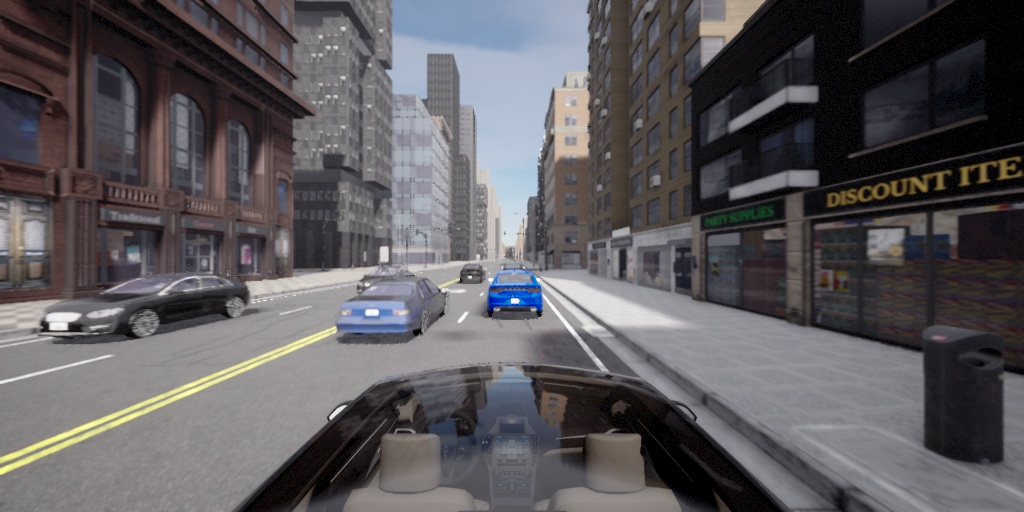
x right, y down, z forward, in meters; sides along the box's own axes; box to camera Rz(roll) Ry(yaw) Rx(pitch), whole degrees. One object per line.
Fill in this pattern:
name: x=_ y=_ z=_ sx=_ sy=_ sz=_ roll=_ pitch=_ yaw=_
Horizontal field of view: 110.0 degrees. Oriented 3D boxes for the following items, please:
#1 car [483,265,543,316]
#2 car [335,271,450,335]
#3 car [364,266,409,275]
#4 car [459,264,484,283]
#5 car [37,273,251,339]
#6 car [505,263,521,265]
car: x=0.100 y=1.271 z=13.709 sx=1.882 sy=1.535 sz=5.008 roll=0 pitch=0 yaw=0
car: x=-3.150 y=1.329 z=10.583 sx=2.033 sy=1.411 sz=5.357 roll=0 pitch=0 yaw=0
car: x=-6.597 y=1.307 z=19.202 sx=2.128 sy=1.511 sz=4.902 roll=0 pitch=0 yaw=0
car: x=-3.146 y=1.364 z=29.394 sx=1.837 sy=1.490 sz=4.892 roll=0 pitch=0 yaw=0
car: x=-9.849 y=1.272 z=10.245 sx=2.128 sy=1.511 sz=4.902 roll=0 pitch=0 yaw=0
car: x=0.104 y=1.342 z=30.581 sx=1.882 sy=1.535 sz=5.008 roll=0 pitch=0 yaw=0
